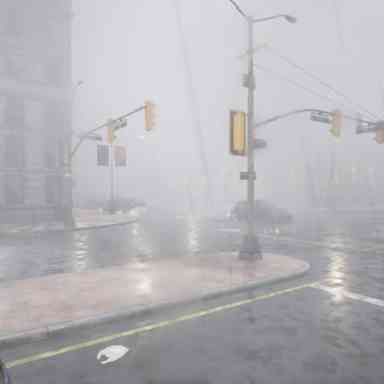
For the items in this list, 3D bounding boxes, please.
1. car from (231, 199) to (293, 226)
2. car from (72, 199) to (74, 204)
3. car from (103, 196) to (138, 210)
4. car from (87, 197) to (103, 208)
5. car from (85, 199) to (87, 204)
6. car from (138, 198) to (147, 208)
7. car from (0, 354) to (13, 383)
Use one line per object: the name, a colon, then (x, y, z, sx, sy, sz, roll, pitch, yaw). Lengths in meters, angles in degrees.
car: (4.863, 1.348, 23.560, 2.097, 1.767, 4.553, 0, 0, -36)
car: (-24.299, 1.598, 64.259, 1.895, 1.301, 4.718, 0, 0, -35)
car: (-9.309, 1.349, 42.996, 2.097, 1.767, 4.553, 0, 0, -36)
car: (-13.299, 1.523, 48.738, 1.812, 1.442, 4.674, 0, 0, -35)
car: (-18.263, 1.597, 61.730, 1.895, 1.301, 4.718, 0, 0, -35)
car: (-8.392, 1.544, 47.707, 2.033, 1.411, 5.357, 0, 0, -36)
car: (-3.715, 1.214, 1.102, 5.566, 2.045, 2.150, 1, -1, -35)
